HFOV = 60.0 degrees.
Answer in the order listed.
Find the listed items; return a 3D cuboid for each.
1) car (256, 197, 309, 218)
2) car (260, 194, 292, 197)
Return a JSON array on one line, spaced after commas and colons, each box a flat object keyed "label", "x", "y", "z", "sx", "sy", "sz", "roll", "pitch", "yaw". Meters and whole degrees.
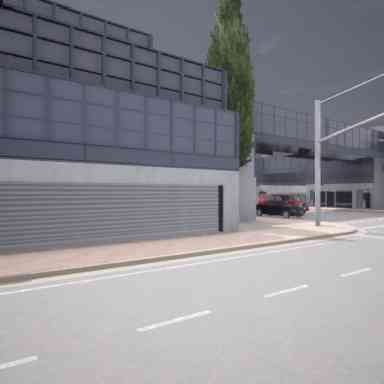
[{"label": "car", "x": 7.729, "y": 1.478, "z": 30.046, "sx": 1.882, "sy": 1.535, "sz": 5.008, "roll": 0, "pitch": 0, "yaw": -37}, {"label": "car", "x": 9.167, "y": 1.221, "z": 34.007, "sx": 2.150, "sy": 2.045, "sz": 5.566, "roll": 0, "pitch": 0, "yaw": -35}]
